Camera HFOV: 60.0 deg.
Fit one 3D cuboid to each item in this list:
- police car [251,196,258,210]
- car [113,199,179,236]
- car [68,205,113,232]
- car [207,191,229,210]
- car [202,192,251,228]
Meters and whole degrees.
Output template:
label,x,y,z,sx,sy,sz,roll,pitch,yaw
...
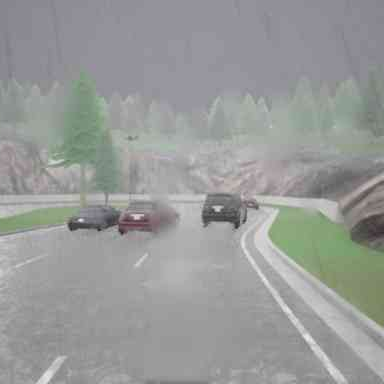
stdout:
label,x,y,z,sx,sy,sz,roll,pitch,yaw
police car,6.468,1.261,39.139,2.038,1.542,4.974,-1,0,1
car,-2.147,1.240,17.795,2.097,1.767,4.553,0,0,12
car,-5.344,1.443,19.365,1.994,1.385,4.181,0,0,13
car,3.013,0.977,39.678,2.150,2.045,5.566,1,1,1
car,2.188,1.089,21.133,2.150,2.045,5.566,0,0,16
